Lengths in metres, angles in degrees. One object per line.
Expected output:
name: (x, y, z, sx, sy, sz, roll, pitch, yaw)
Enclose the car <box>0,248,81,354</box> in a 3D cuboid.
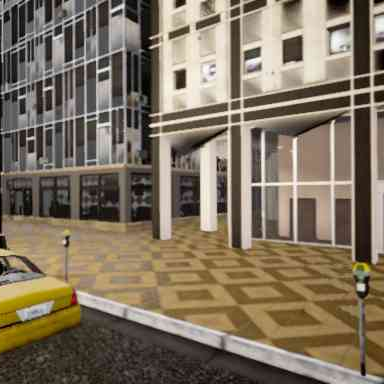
car: (-3.909, 1.508, 5.671, 4.829, 1.417, 1.752, 0, 0, 36)
